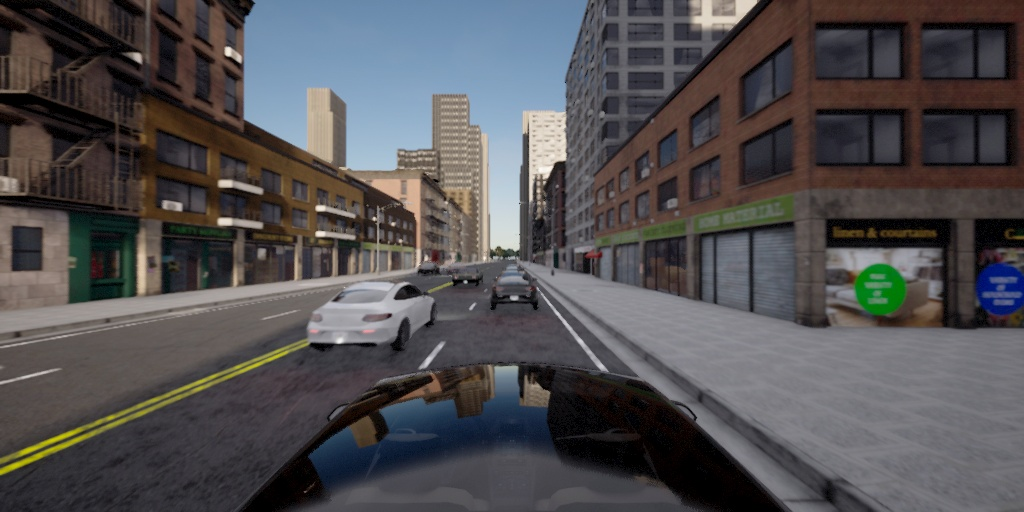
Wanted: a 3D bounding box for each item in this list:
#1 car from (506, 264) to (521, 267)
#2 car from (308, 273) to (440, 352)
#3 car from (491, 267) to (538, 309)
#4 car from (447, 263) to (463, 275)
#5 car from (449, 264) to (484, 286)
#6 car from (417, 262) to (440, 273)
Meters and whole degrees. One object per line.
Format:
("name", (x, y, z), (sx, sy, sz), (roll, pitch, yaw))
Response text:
("car", (0.102, 1.453, 31.149), (1.812, 1.442, 4.674), (0, 0, 0))
("car", (-3.179, 1.319, 8.951), (1.812, 1.442, 4.674), (0, 0, 0))
("car", (0.095, 1.355, 15.296), (1.812, 1.442, 4.674), (0, 0, 0))
("car", (-6.575, 1.537, 42.927), (1.812, 1.442, 4.674), (0, -1, 0))
("car", (-3.161, 1.500, 26.676), (1.895, 1.301, 4.718), (0, 0, 0))
("car", (-9.824, 1.487, 42.608), (1.882, 1.535, 5.008), (0, 0, 0))
